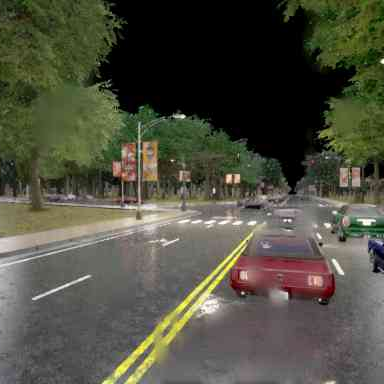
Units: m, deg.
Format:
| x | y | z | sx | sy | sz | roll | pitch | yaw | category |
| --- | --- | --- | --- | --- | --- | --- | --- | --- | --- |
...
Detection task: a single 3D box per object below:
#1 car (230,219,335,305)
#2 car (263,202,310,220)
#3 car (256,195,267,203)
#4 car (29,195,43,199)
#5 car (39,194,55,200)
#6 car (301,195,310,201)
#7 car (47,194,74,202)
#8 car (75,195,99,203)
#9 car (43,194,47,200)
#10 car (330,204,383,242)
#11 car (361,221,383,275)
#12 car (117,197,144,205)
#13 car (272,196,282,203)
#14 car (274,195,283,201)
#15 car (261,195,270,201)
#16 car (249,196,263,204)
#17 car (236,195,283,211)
| x | y | z | sx | sy | sz | roll | pitch | yaw | category |
| --- | --- | --- | --- | --- | --- | --- | --- | --- | --- |
| 2.247 | 1.601 | 8.200 | 1.895 | 1.301 | 4.718 | 0 | 0 | 17 | car |
| 4.920 | 1.505 | 17.065 | 1.837 | 1.490 | 4.892 | 0 | 0 | 17 | car |
| 15.263 | 1.486 | 73.076 | 1.882 | 1.535 | 5.008 | 0 | 0 | 17 | car |
| -39.090 | 1.297 | 82.629 | 4.718 | 1.301 | 1.895 | 0 | 0 | 40 | car |
| -37.116 | 1.225 | 85.216 | 4.674 | 1.442 | 1.812 | 0 | 0 | 40 | car |
| 29.406 | 1.515 | 85.878 | 1.837 | 1.490 | 4.892 | 0 | 0 | 17 | car |
| -27.073 | 1.296 | 68.263 | 4.902 | 1.511 | 2.128 | 0 | 0 | 40 | car |
| -19.150 | 1.343 | 61.524 | 4.674 | 1.442 | 1.812 | 1 | 1 | 41 | car |
| -31.122 | 1.263 | 75.920 | 4.902 | 1.511 | 2.128 | 0 | 0 | 40 | car |
| 8.055 | 1.352 | 16.197 | 2.097 | 1.767 | 4.553 | 0 | 0 | 17 | car |
| 5.455 | 1.601 | 7.593 | 1.895 | 1.301 | 4.718 | 0 | 0 | 17 | car |
| -9.954 | 1.477 | 53.726 | 4.718 | 1.301 | 1.895 | 0 | 0 | 40 | car |
| 18.455 | 1.604 | 72.396 | 1.895 | 1.301 | 4.718 | 0 | 0 | 17 | car |
| 21.506 | 1.489 | 82.308 | 1.882 | 1.535 | 5.008 | 0 | 0 | 17 | car |
| 18.285 | 1.535 | 82.887 | 1.812 | 1.442 | 4.674 | 0 | 0 | 17 | car |
| 12.317 | 1.554 | 63.633 | 2.033 | 1.411 | 5.357 | 0 | 0 | 18 | car |
| 7.549 | 1.484 | 38.979 | 4.902 | 1.511 | 2.128 | 0 | 0 | 40 | car |
